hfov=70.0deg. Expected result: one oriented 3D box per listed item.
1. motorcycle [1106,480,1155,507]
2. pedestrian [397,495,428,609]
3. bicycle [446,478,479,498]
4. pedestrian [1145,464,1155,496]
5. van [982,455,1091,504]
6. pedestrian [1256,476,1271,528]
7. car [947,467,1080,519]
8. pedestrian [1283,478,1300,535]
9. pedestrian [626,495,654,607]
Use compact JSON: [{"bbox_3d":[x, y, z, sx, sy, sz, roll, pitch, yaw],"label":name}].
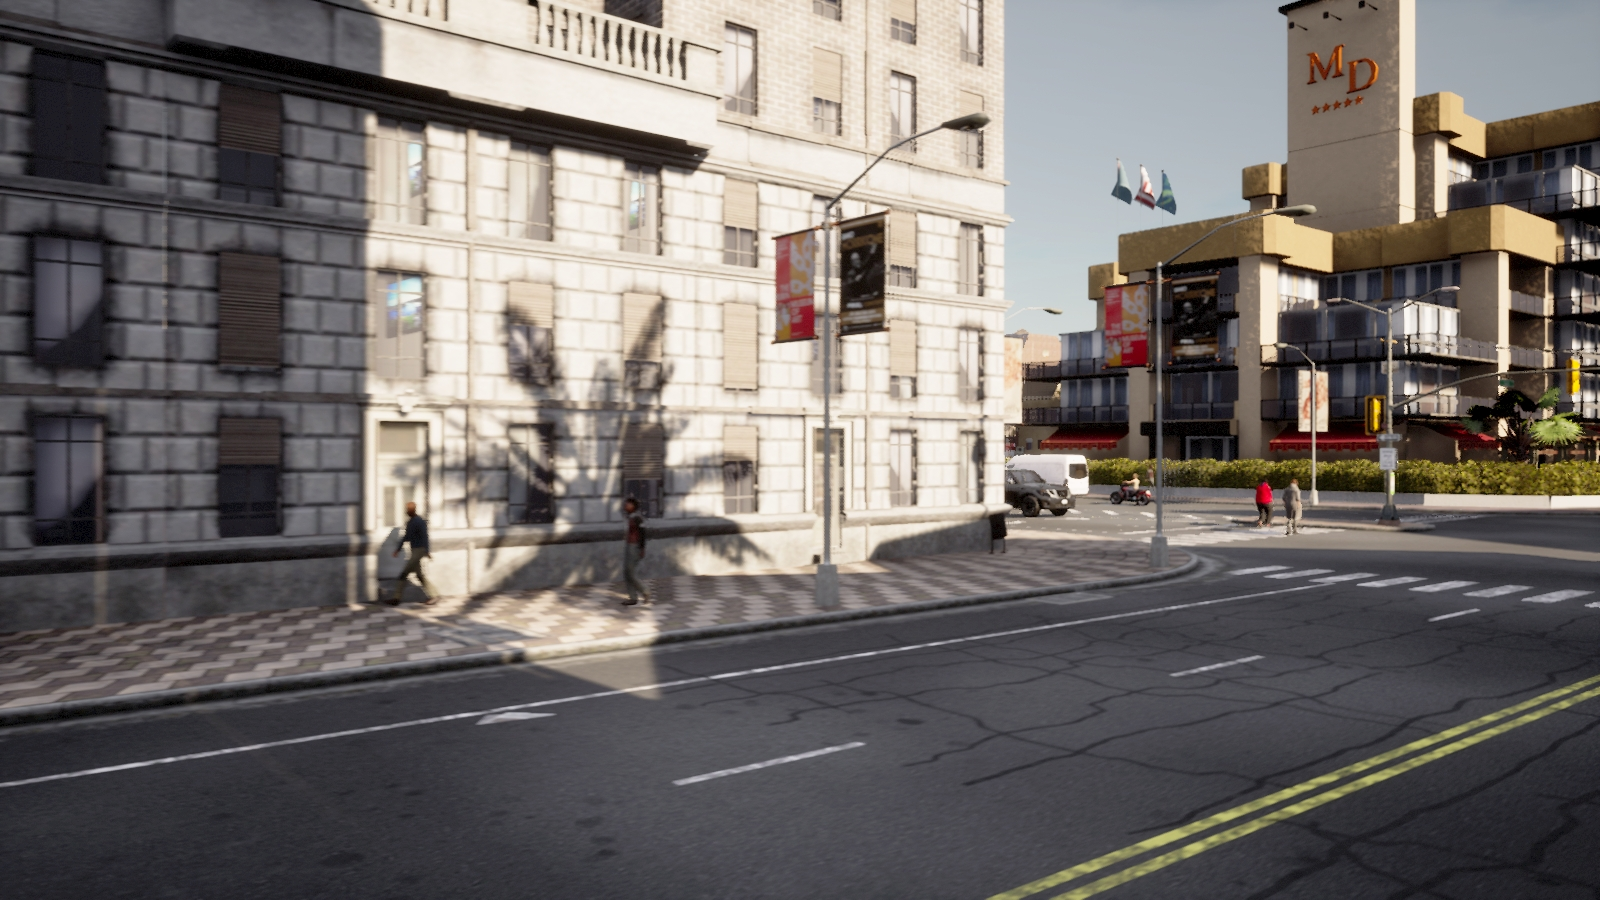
[{"bbox_3d":[16.623,2.177,57.541,0.764,1.277,2.356,0,0,-38],"label":"motorcycle"},{"bbox_3d":[-6.510,1.700,19.195,0.375,1.860,0.375,0,0,-40],"label":"pedestrian"},{"bbox_3d":[-19.790,2.222,66.978,1.835,1.171,0.329,0,0,-39],"label":"bicycle"},{"bbox_3d":[19.949,1.704,65.106,0.375,1.860,0.375,0,0,-43],"label":"pedestrian"},{"bbox_3d":[12.850,1.542,62.418,1.988,2.561,5.915,0,0,-39],"label":"van"},{"bbox_3d":[16.667,1.853,41.059,0.375,1.860,0.375,0,0,-39],"label":"pedestrian"},{"bbox_3d":[9.133,1.786,49.261,2.150,2.045,5.566,0,0,-39],"label":"car"},{"bbox_3d":[16.165,1.853,37.575,0.375,1.860,0.375,0,0,-40],"label":"pedestrian"},{"bbox_3d":[-2.721,1.699,19.414,0.375,1.860,0.375,0,0,-27],"label":"pedestrian"}]
